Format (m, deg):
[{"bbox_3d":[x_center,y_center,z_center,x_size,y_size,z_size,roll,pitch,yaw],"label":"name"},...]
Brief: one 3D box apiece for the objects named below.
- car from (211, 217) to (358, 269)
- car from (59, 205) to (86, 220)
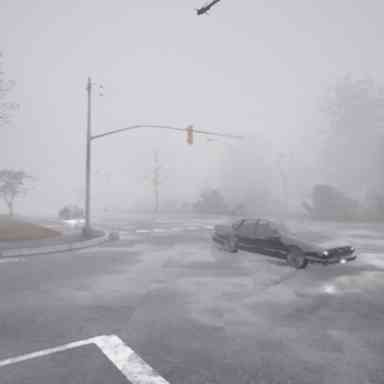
[{"bbox_3d":[2.902,1.614,11.862,2.033,1.411,5.357,1,0,-35],"label":"car"},{"bbox_3d":[-11.674,1.970,32.708,1.994,1.385,4.181,1,-3,-35],"label":"car"}]
